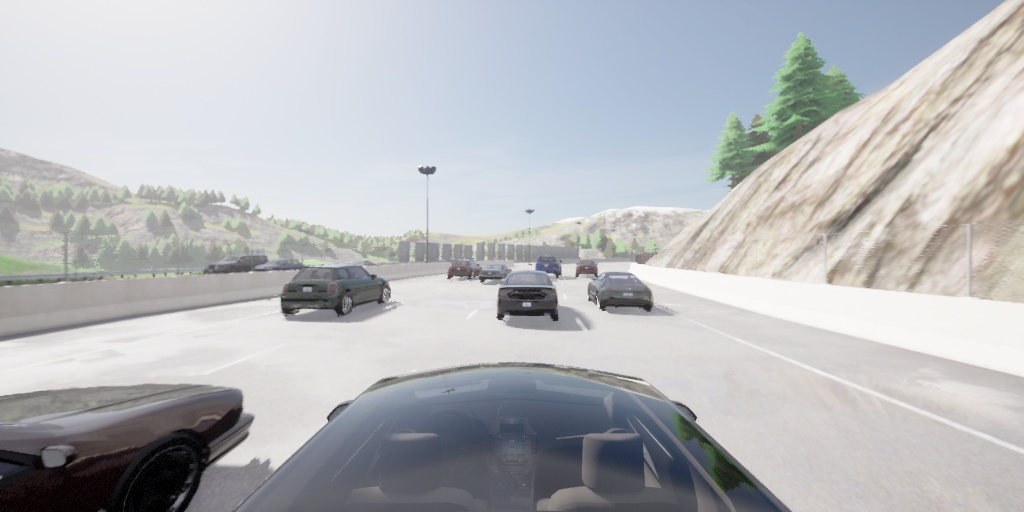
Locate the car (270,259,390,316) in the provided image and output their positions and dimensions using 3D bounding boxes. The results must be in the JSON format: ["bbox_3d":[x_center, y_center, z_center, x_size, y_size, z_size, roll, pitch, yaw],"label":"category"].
[{"bbox_3d":[-6.353,1.086,13.506,2.097,1.767,4.553,0,0,4],"label":"car"}]

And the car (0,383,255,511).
[{"bbox_3d":[-3.378,1.289,0.912,2.033,1.411,5.357,0,0,0],"label":"car"}]

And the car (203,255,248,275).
[{"bbox_3d":[-25.289,0.908,33.345,2.150,2.045,5.566,0,0,10],"label":"car"}]

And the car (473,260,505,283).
[{"bbox_3d":[-1.190,1.293,27.964,2.033,1.411,5.357,0,0,9],"label":"car"}]

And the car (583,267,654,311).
[{"bbox_3d":[4.257,1.323,14.640,1.994,1.385,4.181,0,0,5],"label":"car"}]

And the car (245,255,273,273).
[{"bbox_3d":[-21.697,1.048,33.447,2.097,1.767,4.553,0,0,10],"label":"car"}]

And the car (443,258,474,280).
[{"bbox_3d":[-4.047,1.090,31.693,2.097,1.767,4.553,0,0,10],"label":"car"}]

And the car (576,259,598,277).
[{"bbox_3d":[7.506,1.118,35.994,2.097,1.767,4.553,0,0,12],"label":"car"}]

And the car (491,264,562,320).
[{"bbox_3d":[0.589,1.228,12.668,1.882,1.535,5.008,0,0,4],"label":"car"}]

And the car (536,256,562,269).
[{"bbox_3d":[3.558,0.978,34.392,2.150,2.045,5.566,0,0,11],"label":"car"}]
